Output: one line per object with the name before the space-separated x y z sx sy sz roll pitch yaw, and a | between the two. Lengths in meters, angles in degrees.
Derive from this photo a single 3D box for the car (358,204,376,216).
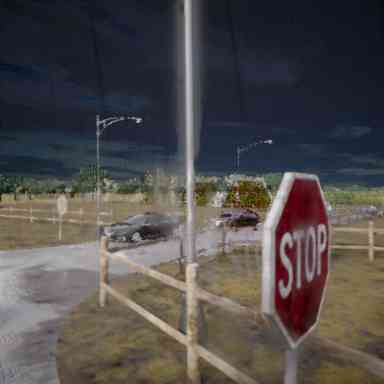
car | 27.350 2.755 51.941 2.097 1.767 4.553 0 -1 37

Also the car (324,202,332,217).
car | 15.568 2.211 41.220 2.150 2.045 5.566 0 -1 38

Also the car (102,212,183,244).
car | -2.445 1.861 17.578 1.837 1.490 4.892 0 -1 37

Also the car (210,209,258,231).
car | 3.254 2.029 25.083 2.128 1.511 4.902 0 -1 37
